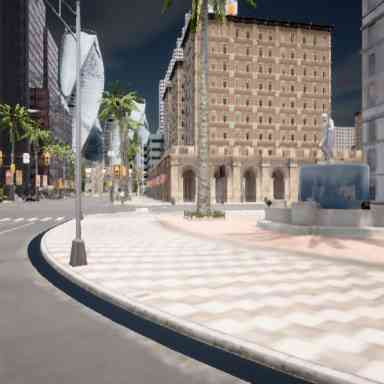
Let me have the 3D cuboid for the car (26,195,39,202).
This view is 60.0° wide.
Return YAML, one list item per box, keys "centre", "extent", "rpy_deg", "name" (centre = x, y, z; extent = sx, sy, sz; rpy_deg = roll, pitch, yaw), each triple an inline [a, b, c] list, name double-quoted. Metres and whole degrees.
- centre: [-35.798, 1.475, 74.754]
  extent: [2.161, 1.482, 4.786]
  rpy_deg: [0, 0, -11]
  name: "car"
